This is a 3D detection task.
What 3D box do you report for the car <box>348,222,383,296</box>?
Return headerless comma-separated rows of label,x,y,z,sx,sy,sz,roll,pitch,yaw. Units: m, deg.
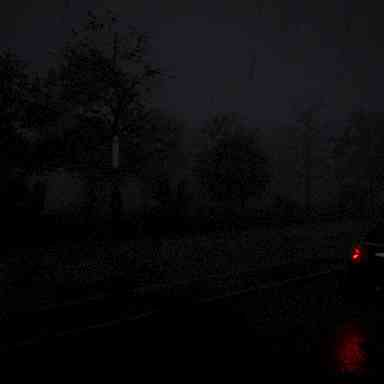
car,5.531,1.355,7.423,4.553,1.767,2.097,0,0,-35
